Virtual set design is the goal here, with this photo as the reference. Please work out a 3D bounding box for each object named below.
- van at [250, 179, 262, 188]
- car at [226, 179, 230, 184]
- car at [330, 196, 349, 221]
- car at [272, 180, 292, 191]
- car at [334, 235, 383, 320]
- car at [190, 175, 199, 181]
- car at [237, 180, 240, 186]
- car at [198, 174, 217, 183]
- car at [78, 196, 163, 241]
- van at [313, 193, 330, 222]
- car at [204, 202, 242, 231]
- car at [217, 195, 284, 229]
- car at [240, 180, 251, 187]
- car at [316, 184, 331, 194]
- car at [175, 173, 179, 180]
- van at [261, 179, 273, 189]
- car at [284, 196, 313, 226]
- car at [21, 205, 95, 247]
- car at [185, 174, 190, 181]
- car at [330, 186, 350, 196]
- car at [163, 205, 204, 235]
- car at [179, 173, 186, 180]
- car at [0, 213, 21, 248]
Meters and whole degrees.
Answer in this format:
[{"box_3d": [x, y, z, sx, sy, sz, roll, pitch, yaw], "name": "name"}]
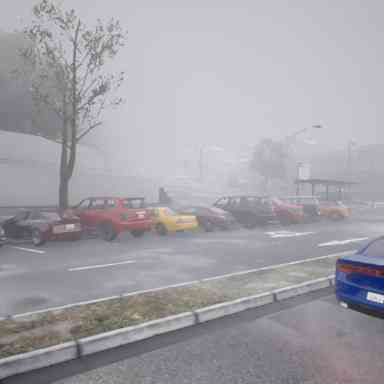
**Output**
[{"box_3d": [14.811, -1.765, 70.473, 1.878, 1.987, 4.442, 7, 4, 35], "name": "van"}, {"box_3d": [9.671, -2.318, 77.993, 2.002, 1.452, 4.674, 7, 3, 35], "name": "car"}, {"box_3d": [10.263, 1.402, 27.294, 4.553, 1.767, 2.185, -1, -1, 35], "name": "car"}, {"box_3d": [18.295, -0.994, 65.636, 2.231, 1.521, 4.892, 7, 3, 35], "name": "car"}, {"box_3d": [4.864, 1.487, 6.585, 5.008, 1.535, 1.882, 0, 0, -35], "name": "car"}, {"box_3d": [2.726, -3.700, 87.770, 2.435, 2.045, 5.566, 7, 3, 34], "name": "car"}, {"box_3d": [11.411, -2.045, 75.529, 2.002, 1.452, 4.674, 7, 4, 35], "name": "car"}, {"box_3d": [4.574, -3.177, 85.509, 1.946, 1.575, 5.366, 7, 3, 34], "name": "car"}, {"box_3d": [-4.563, 1.247, 16.973, 5.566, 2.045, 2.435, -1, -1, 35], "name": "car"}, {"box_3d": [7.852, 1.296, 25.546, 4.442, 1.987, 1.878, -1, -1, 35], "name": "van"}, {"box_3d": [0.367, 1.548, 20.422, 4.674, 1.452, 2.002, -1, -1, 35], "name": "car"}, {"box_3d": [2.796, 1.262, 22.177, 5.566, 2.045, 2.435, -1, -1, 35], "name": "car"}, {"box_3d": [13.240, -1.813, 73.206, 1.946, 1.575, 5.366, 7, 3, 35], "name": "car"}, {"box_3d": [23.497, -0.427, 58.244, 2.435, 2.045, 5.566, 7, 3, 35], "name": "car"}, {"box_3d": [-2.562, -4.363, 95.060, 2.435, 2.045, 5.566, 1, -1, 34], "name": "car"}, {"box_3d": [16.537, -1.492, 68.000, 1.878, 1.987, 4.442, 7, 4, 35], "name": "van"}, {"box_3d": [5.312, 1.266, 23.879, 5.566, 2.045, 2.435, -1, -1, 35], "name": "car"}, {"box_3d": [-7.010, 1.524, 15.230, 4.792, 1.488, 2.163, -1, -1, 35], "name": "car"}, {"box_3d": [0.934, -3.852, 90.238, 2.185, 1.767, 4.553, 6, 3, 34], "name": "car"}, {"box_3d": [25.185, 0.135, 55.770, 2.002, 1.452, 4.674, 7, 3, 35], "name": "car"}, {"box_3d": [-2.241, 1.502, 18.797, 5.366, 1.575, 1.946, -1, -1, 35], "name": "car"}, {"box_3d": [-0.793, -4.086, 92.710, 2.185, 1.767, 4.553, 4, 1, 34], "name": "car"}, {"box_3d": [-9.432, 1.493, 13.486, 4.892, 1.521, 2.231, -1, -1, 35], "name": "car"}]
